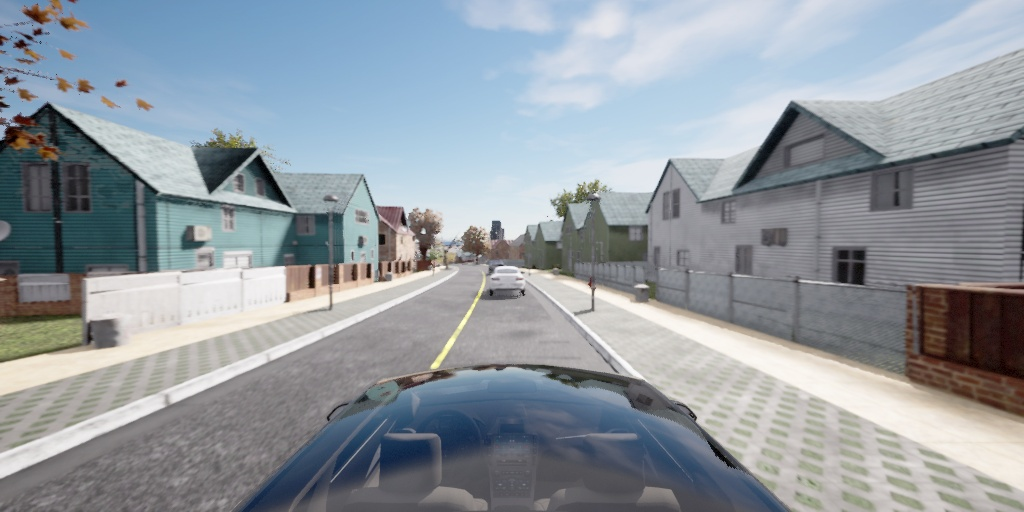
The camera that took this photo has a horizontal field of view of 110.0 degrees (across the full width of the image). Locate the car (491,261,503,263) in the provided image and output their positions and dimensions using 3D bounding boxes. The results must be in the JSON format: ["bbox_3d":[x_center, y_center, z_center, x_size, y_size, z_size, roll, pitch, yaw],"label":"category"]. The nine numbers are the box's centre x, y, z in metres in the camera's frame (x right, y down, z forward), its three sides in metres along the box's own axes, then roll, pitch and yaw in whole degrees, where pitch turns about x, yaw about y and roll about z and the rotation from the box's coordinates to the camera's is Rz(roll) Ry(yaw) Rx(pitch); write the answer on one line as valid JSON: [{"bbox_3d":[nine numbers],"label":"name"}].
[{"bbox_3d":[-1.745,1.307,40.433,2.128,1.511,4.902,0,0,-5],"label":"car"}]

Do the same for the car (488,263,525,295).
[{"bbox_3d":[-0.309,1.273,19.617,1.812,1.442,4.674,0,0,-3],"label":"car"}]
